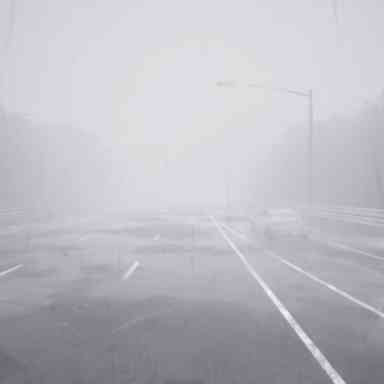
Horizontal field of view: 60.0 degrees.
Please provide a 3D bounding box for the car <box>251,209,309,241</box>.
[{"bbox_3d":[4.335,1.562,16.908,1.812,1.442,4.674,0,0,-4],"label":"car"}]
